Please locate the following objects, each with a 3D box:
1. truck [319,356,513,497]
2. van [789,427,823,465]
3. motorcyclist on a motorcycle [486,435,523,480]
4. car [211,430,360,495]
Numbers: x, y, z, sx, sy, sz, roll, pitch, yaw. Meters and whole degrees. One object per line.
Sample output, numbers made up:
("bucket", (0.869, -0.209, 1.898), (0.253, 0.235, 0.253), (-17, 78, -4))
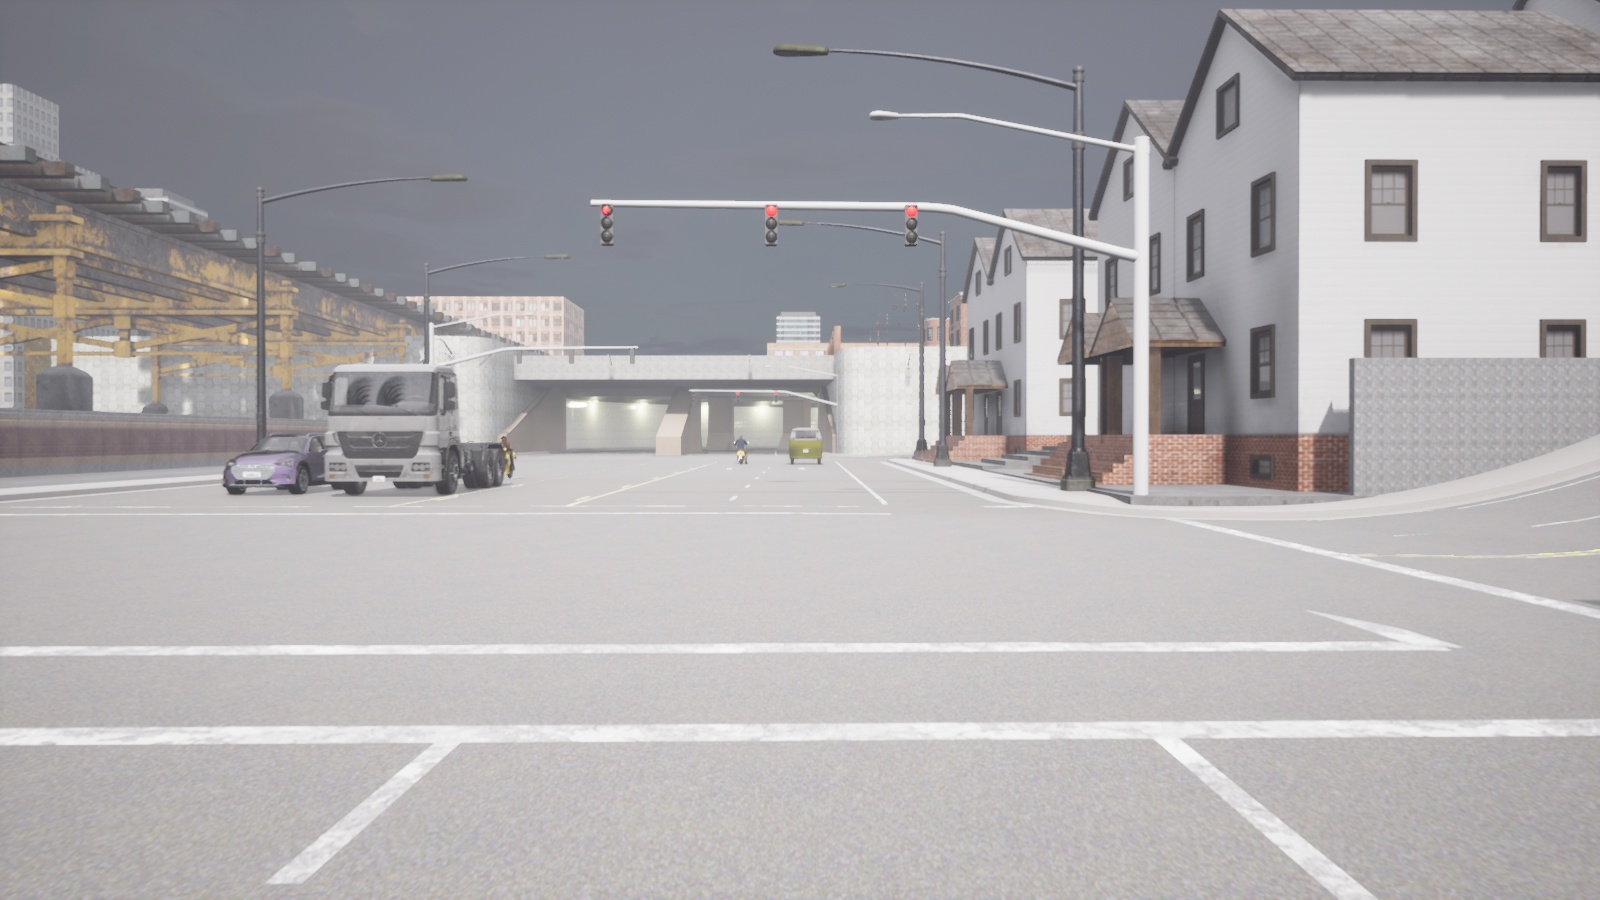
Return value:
("truck", (-10.324, -0.622, 34.795), (2.891, 3.462, 7.936), (0, 1, 0))
("van", (0.321, -0.238, 67.877), (1.775, 1.987, 4.442), (0, 1, 0))
("motorcyclist on a motorcycle", (-10.289, 0.240, 43.740), (0.797, 1.523, 2.044), (0, 1, 0))
("car", (-13.832, 0.295, 34.100), (2.033, 1.649, 4.856), (0, 1, 0))
